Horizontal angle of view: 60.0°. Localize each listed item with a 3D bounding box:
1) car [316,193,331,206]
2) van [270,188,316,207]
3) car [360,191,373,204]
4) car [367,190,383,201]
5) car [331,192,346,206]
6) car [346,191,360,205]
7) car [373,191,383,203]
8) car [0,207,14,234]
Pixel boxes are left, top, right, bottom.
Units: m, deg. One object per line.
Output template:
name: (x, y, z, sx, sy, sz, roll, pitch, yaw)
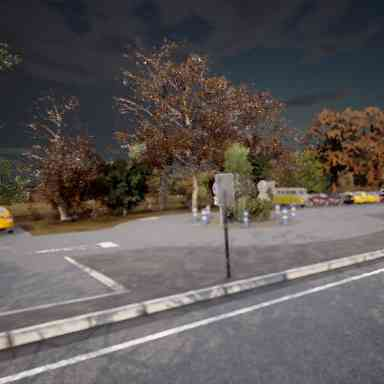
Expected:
car: (12.445, 0.847, 36.877, 2.002, 1.452, 4.674, 0, 0, -35)
van: (10.328, 0.601, 35.236, 1.878, 1.987, 4.442, -1, 1, -35)
car: (19.292, 0.722, 41.897, 1.946, 1.575, 5.366, -1, 1, -35)
car: (28.435, 0.483, 48.070, 2.097, 1.535, 5.008, -2, 1, -35)
car: (14.726, 0.828, 38.475, 2.002, 1.452, 4.674, 0, 0, -35)
car: (17.096, 0.791, 40.167, 2.163, 1.488, 4.792, -1, 0, -35)
car: (21.581, 0.677, 43.501, 1.946, 1.575, 5.366, -1, 1, -35)
car: (-11.763, 1.591, 19.558, 2.097, 1.535, 5.008, 0, 0, -35)
